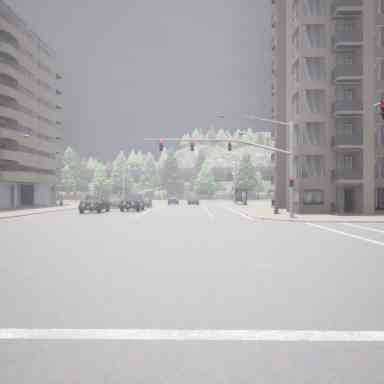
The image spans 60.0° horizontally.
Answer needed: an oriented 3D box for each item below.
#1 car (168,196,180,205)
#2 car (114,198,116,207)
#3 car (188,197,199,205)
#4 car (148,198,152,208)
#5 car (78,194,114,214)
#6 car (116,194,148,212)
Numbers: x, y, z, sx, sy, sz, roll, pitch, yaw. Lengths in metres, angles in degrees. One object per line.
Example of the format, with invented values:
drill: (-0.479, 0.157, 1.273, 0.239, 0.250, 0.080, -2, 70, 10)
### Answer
car: (-3.363, 1.526, 60.018, 1.812, 1.442, 4.674, 0, 0, 0)
car: (-10.484, 1.526, 45.856, 1.812, 1.442, 4.674, 0, 0, 0)
car: (0.233, 1.564, 58.360, 1.994, 1.385, 4.181, 0, 0, 0)
car: (-6.969, 1.526, 48.986, 1.812, 1.442, 4.674, 0, 0, 0)
car: (-10.514, 1.221, 36.253, 2.150, 2.045, 5.566, 0, 0, 0)
car: (-7.005, 1.221, 39.457, 2.150, 2.045, 5.566, 0, 0, 0)
